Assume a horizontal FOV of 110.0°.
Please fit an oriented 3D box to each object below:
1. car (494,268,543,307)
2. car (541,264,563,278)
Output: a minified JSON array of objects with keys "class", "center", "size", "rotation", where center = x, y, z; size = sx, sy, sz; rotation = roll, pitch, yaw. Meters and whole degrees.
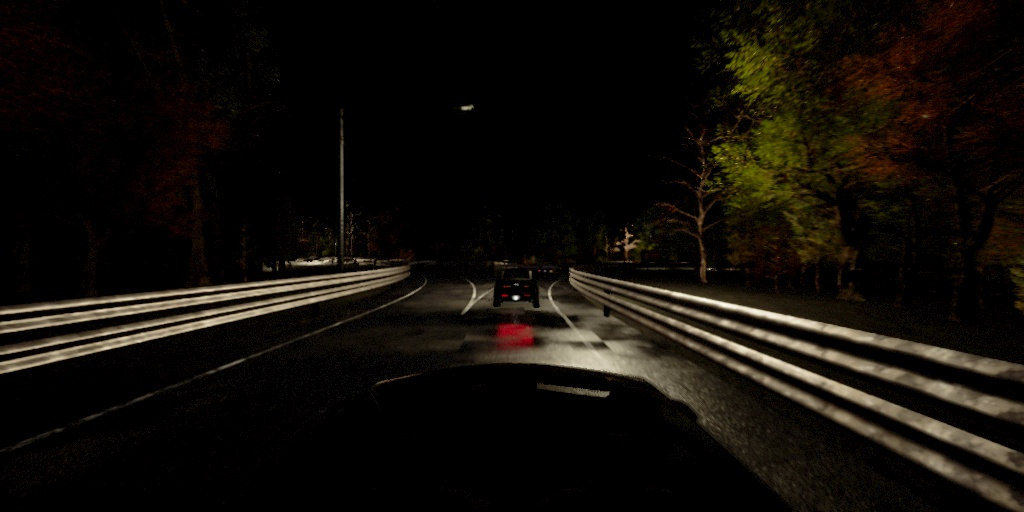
[{"class":"car","center":[0.249,1.322,16.114],"size":[1.837,1.490,4.892],"rotation":[0,0,2]},{"class":"car","center":[4.201,1.611,39.066],"size":[2.033,1.411,5.357],"rotation":[0,-1,19]}]
